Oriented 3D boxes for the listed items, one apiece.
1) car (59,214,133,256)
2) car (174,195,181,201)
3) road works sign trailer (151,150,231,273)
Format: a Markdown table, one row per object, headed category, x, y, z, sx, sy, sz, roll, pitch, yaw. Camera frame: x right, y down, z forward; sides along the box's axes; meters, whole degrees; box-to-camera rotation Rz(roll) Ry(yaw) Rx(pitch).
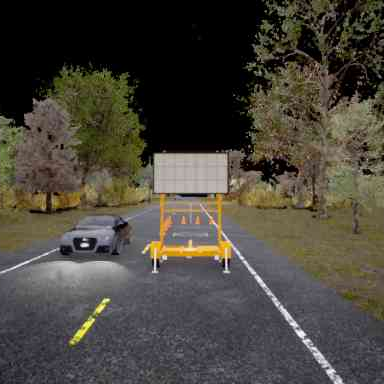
| category | x | y | z | sx | sy | sz | roll | pitch | yaw |
| --- | --- | --- | --- | --- | --- | --- | --- | --- | --- |
| car | -3.554 | 1.571 | 13.007 | 1.994 | 1.385 | 4.181 | 0 | 0 | 0 |
| car | -3.883 | 1.722 | 90.555 | 1.837 | 1.490 | 4.892 | 0 | 0 | 0 |
| road works sign trailer | -0.039 | 0.469 | 10.664 | 2.380 | 3.560 | 2.880 | 0 | 0 | 0 |
